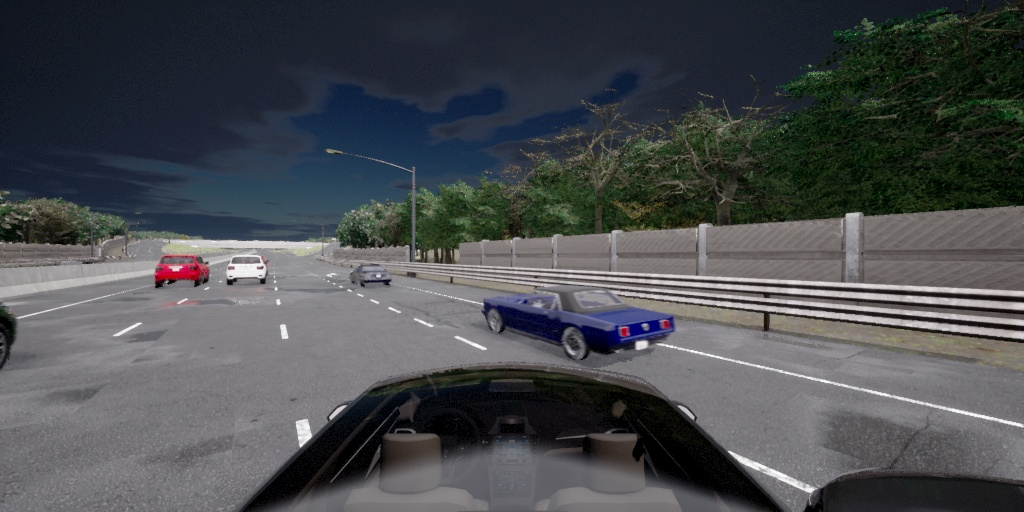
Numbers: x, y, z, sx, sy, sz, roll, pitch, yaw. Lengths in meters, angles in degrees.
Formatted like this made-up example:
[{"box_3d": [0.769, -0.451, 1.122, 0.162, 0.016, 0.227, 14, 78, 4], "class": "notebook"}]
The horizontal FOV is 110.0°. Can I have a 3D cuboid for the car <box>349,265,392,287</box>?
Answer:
[{"box_3d": [-9.790, 1.289, 24.615, 2.033, 1.411, 5.357, 0, 0, -34], "class": "car"}]

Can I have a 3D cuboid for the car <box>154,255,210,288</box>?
[{"box_3d": [-22.276, 0.953, 24.372, 2.150, 2.045, 5.566, 0, 0, -34], "class": "car"}]

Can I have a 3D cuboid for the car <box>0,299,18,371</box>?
[{"box_3d": [-8.488, 0.971, 3.929, 2.150, 2.045, 5.566, 0, 0, -34], "class": "car"}]

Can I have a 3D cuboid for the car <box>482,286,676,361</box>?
[{"box_3d": [1.146, 1.350, 8.432, 1.895, 1.301, 4.718, 0, 0, -34], "class": "car"}]

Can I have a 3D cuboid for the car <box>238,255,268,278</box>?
[{"box_3d": [-25.262, 0.946, 35.135, 2.150, 2.045, 5.566, 0, 0, -34], "class": "car"}]

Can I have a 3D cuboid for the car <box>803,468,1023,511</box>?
[{"box_3d": [2.986, 1.315, 0.431, 4.181, 1.385, 1.994, 0, 0, 34], "class": "car"}]

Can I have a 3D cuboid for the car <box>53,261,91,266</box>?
[{"box_3d": [-41.577, 1.218, 34.015, 1.837, 1.490, 4.892, 0, 0, -34], "class": "car"}]

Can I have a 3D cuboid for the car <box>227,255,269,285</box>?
[{"box_3d": [-19.272, 0.957, 26.181, 2.150, 2.045, 5.566, 0, 0, -34], "class": "car"}]
